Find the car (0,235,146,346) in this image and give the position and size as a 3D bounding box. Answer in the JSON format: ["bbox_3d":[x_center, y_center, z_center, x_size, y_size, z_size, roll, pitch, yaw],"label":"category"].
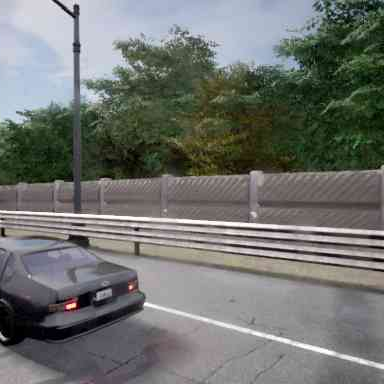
[{"bbox_3d":[-3.321,1.568,6.376,5.357,1.411,2.033,0,0,36],"label":"car"}]
